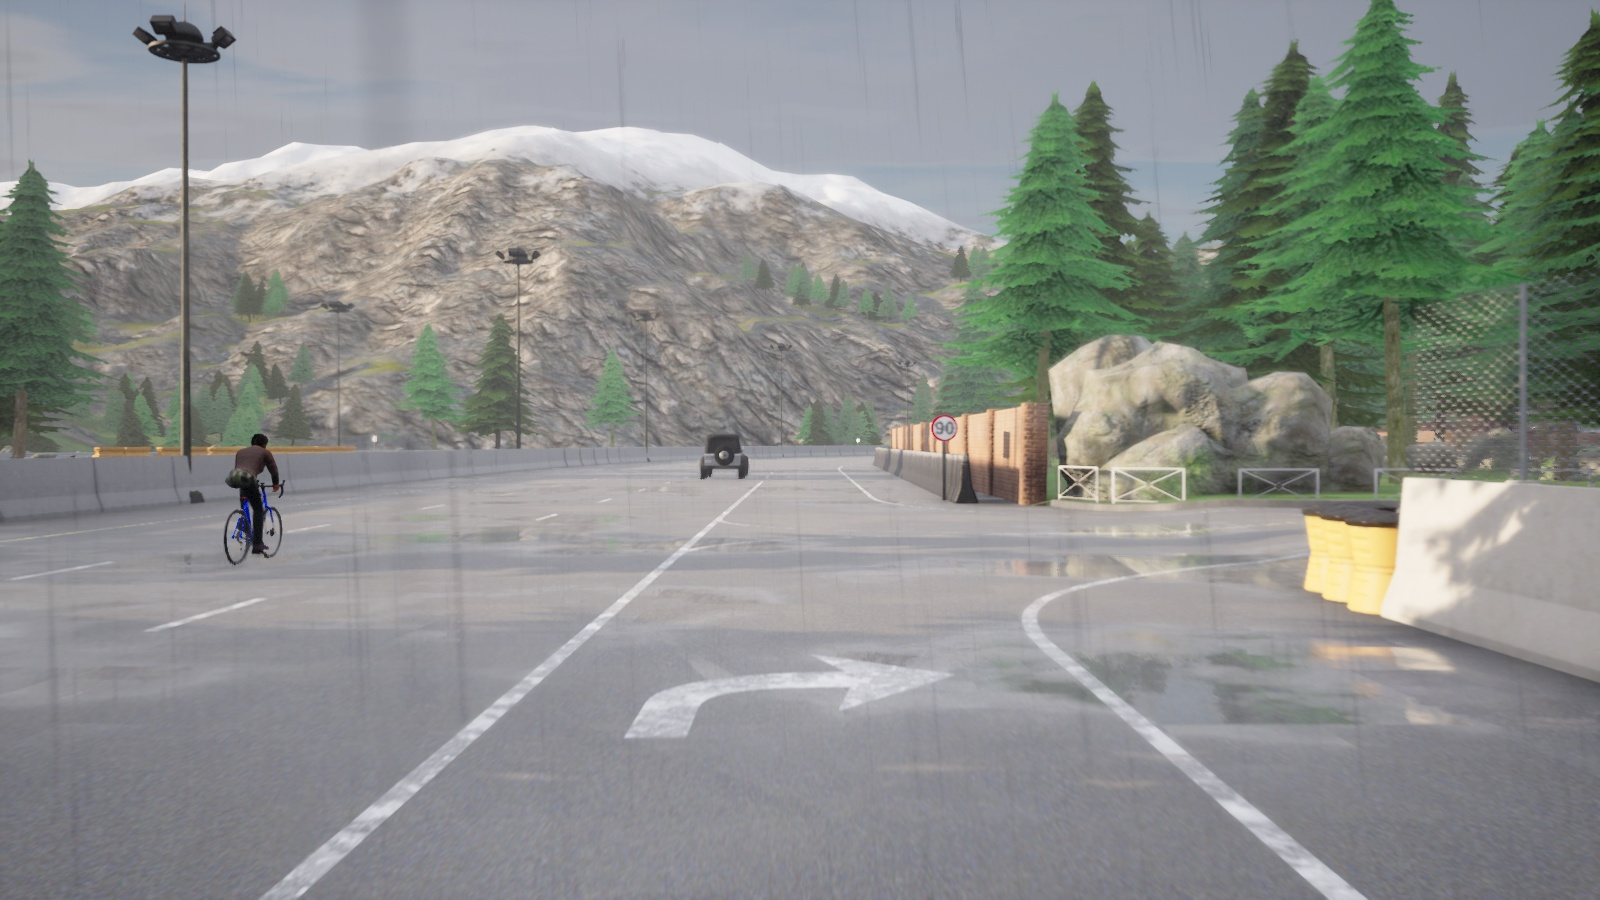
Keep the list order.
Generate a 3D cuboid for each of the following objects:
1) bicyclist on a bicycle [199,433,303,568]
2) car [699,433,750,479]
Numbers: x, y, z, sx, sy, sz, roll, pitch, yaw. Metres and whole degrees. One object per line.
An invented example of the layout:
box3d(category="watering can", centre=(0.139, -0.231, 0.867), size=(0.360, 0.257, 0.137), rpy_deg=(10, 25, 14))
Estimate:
box3d(category="bicyclist on a bicycle", centre=(-6.894, 0.604, 15.861), size=(0.582, 1.620, 1.656), rpy_deg=(0, 0, 0))
box3d(category="car", centre=(-3.181, 0.239, 53.394), size=(1.905, 1.878, 3.866), rpy_deg=(0, 0, 0))
